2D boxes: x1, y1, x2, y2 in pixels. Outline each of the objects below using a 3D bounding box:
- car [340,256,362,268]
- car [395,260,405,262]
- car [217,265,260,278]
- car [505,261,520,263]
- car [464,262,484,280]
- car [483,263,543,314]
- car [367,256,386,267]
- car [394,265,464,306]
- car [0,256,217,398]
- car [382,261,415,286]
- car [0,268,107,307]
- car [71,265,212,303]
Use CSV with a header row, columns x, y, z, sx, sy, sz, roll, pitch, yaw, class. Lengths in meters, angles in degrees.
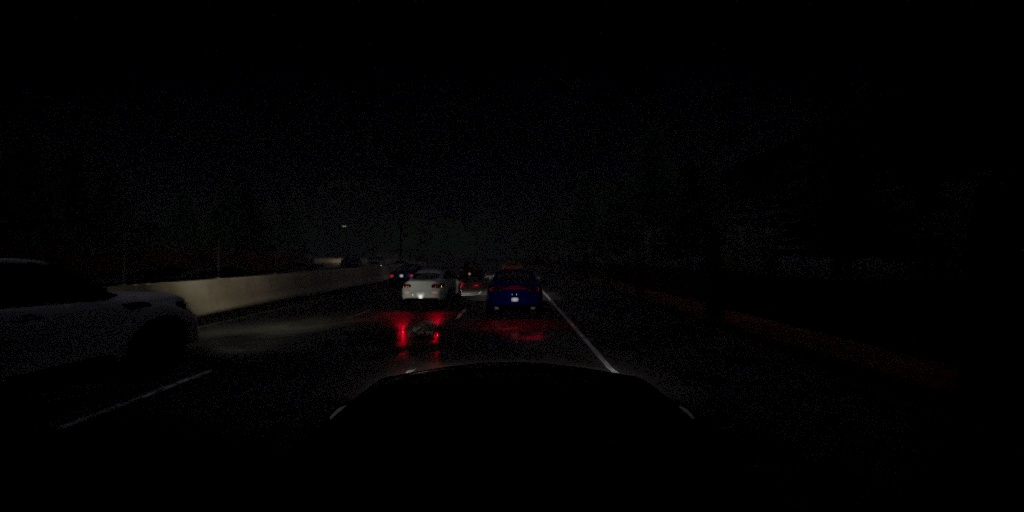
x,y,z,sx,sy,sz,roll,pitch,yaw,class
-23.769,0.955,53.287,2.150,2.045,5.566,0,0,-13,car
-16.483,1.283,52.821,2.033,1.411,5.357,0,0,-12,car
-14.110,1.224,16.730,1.882,1.535,5.008,0,0,0,car
0.026,1.218,31.859,1.882,1.535,5.008,0,0,-1,car
-3.473,1.267,31.327,1.812,1.442,4.674,0,0,-1,car
0.094,1.224,13.823,1.882,1.535,5.008,0,0,0,car
-20.466,0.955,54.466,2.150,2.045,5.566,0,0,-13,car
-3.420,1.272,15.700,1.812,1.442,4.674,0,0,0,car
-6.914,0.974,4.252,2.150,2.045,5.566,0,0,0,car
-6.910,1.291,24.898,2.033,1.411,5.357,0,0,0,car
-21.110,1.312,15.730,1.994,1.385,4.181,0,0,0,car
-17.611,1.252,17.521,1.837,1.490,4.892,0,0,0,car
